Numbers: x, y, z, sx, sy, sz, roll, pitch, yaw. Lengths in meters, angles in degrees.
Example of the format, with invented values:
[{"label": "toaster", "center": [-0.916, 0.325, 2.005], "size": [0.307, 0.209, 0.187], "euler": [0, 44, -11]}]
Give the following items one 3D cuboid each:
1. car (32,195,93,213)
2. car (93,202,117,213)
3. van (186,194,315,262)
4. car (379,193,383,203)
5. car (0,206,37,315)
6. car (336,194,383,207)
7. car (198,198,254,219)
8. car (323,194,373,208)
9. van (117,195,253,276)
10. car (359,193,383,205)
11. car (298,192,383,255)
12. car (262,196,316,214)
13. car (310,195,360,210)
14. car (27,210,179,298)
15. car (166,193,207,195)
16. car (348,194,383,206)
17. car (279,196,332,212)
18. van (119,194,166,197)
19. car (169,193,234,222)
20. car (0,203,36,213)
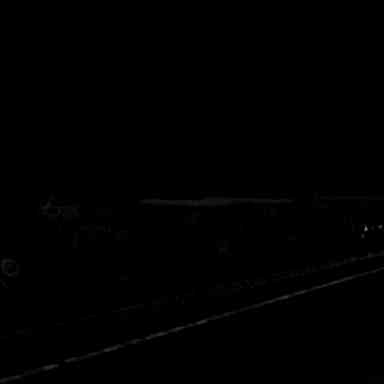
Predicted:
[{"label": "car", "center": [-8.443, 1.195, 20.625], "size": [2.435, 2.045, 5.566], "euler": [-1, 0, -36]}, {"label": "car", "center": [-6.276, 1.423, 22.370], "size": [1.946, 1.575, 5.366], "euler": [0, 0, -36]}, {"label": "van", "center": [1.811, 1.195, 11.988], "size": [1.878, 1.987, 4.442], "euler": [-1, 0, -36]}, {"label": "car", "center": [29.966, 0.883, 48.044], "size": [2.163, 1.488, 4.792], "euler": [-1, 1, -36]}, {"label": "car", "center": [-4.977, 1.356, 7.025], "size": [2.185, 1.767, 4.553], "euler": [-1, 0, -36]}, {"label": "car", "center": [20.918, 1.023, 41.612], "size": [2.231, 1.521, 4.892], "euler": [-1, 1, -36]}, {"label": "car", "center": [2.844, 1.362, 28.704], "size": [2.163, 1.488, 4.792], "euler": [-1, 0, -36]}, {"label": "car", "center": [18.662, 1.064, 39.995], "size": [2.097, 1.535, 5.008], "euler": [-1, 1, -36]}, {"label": "van", "center": [-0.469, 1.215, 10.357], "size": [1.878, 1.987, 4.442], "euler": [-1, 0, -36]}, {"label": "car", "center": [25.543, 0.935, 44.685], "size": [1.946, 1.575, 5.366], "euler": [-1, 1, -36]}, {"label": "car", "center": [4.175, 1.149, 13.502], "size": [2.435, 2.045, 5.566], "euler": [0, 0, -36]}, {"label": "car", "center": [9.639, 1.230, 33.525], "size": [2.097, 1.535, 5.008], "euler": [-1, 1, -36]}, {"label": "car", "center": [16.405, 1.106, 38.380], "size": [2.097, 1.535, 5.008], "euler": [-1, 1, -36]}, {"label": "car", "center": [-2.675, 1.463, 8.626], "size": [2.231, 1.521, 4.892], "euler": [-1, 0, -36]}, {"label": "car", "center": [-1.672, 1.134, 25.471], "size": [2.435, 2.045, 5.566], "euler": [-1, 0, -36]}, {"label": "car", "center": [23.162, 1.010, 43.245], "size": [2.163, 1.488, 4.792], "euler": [-1, 1, -36]}, {"label": "car", "center": [11.898, 1.192, 35.141], "size": [2.231, 1.521, 4.892], "euler": [-1, 1, -36]}, {"label": "van", "center": [-3.981, 1.180, 23.927], "size": [1.878, 1.987, 4.442], "euler": [-1, 0, -36]}, {"label": "car", "center": [0.619, 1.109, 27.041], "size": [2.435, 2.045, 5.566], "euler": [-1, 0, -36]}, {"label": "car", "center": [-10.665, 1.496, 18.965], "size": [2.163, 1.488, 4.792], "euler": [-1, 0, -36]}]
